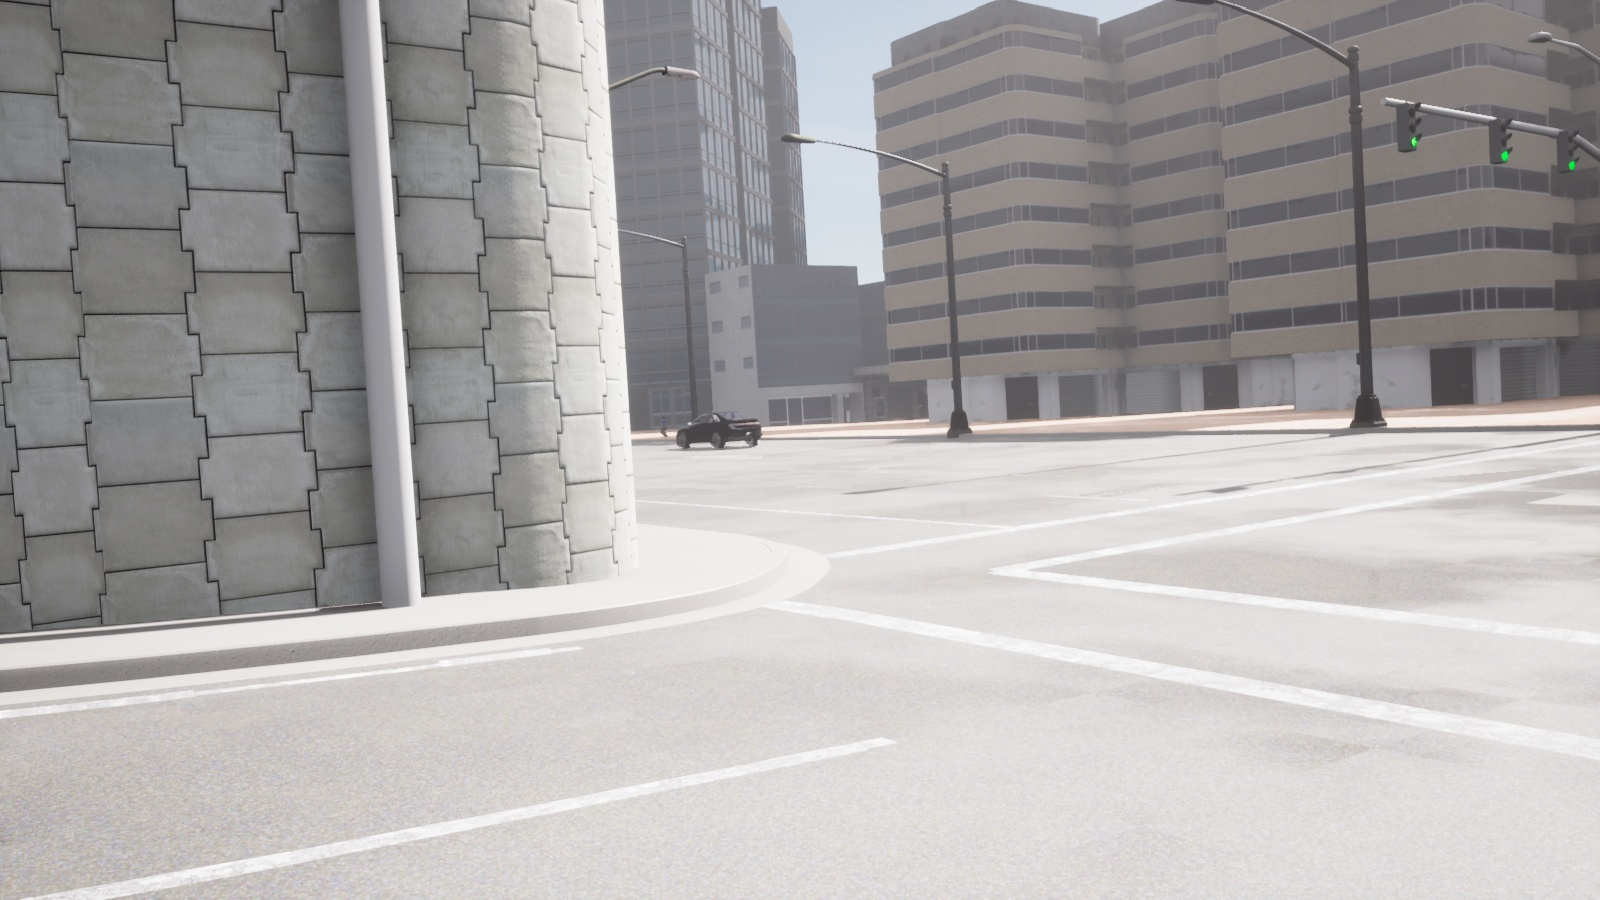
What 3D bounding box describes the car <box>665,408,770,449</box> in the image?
[{"bbox_3d":[-3.508,-0.862,52.624,2.128,1.511,4.902,-5,3,-34],"label":"car"}]
